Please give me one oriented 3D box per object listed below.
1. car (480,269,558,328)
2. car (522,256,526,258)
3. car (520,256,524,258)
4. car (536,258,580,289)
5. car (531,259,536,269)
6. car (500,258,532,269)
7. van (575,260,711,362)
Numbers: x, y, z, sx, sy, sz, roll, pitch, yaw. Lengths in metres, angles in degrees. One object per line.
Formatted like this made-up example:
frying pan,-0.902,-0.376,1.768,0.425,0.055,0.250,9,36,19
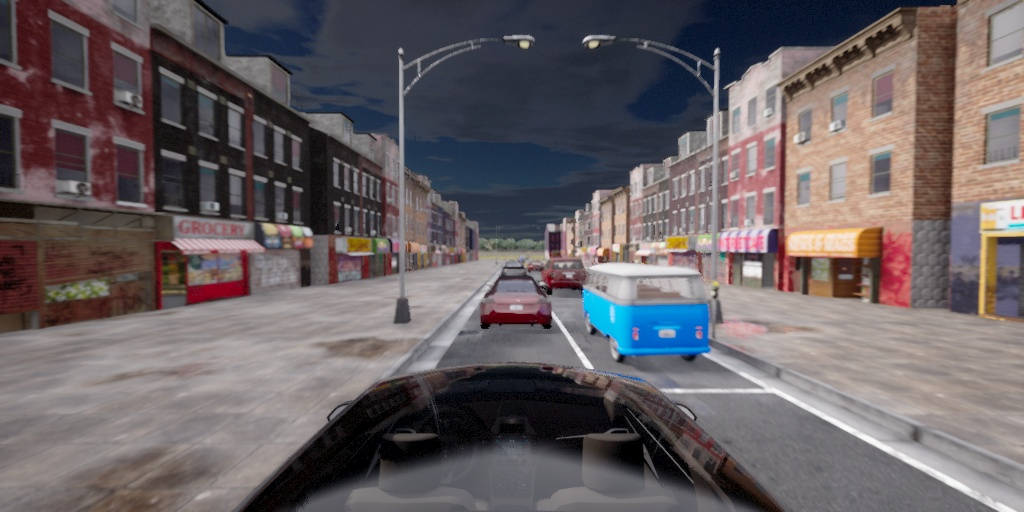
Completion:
car,0.113,1.285,11.204,1.994,1.385,4.181,0,0,0
car,2.717,1.127,52.347,1.751,1.417,4.829,0,0,0
car,2.726,1.136,57.710,2.007,1.370,4.403,0,0,0
car,2.662,1.015,18.983,2.192,1.841,5.009,0,0,0
car,2.699,1.216,41.112,1.802,1.307,4.207,0,0,0
car,0.140,1.164,27.271,2.128,1.511,4.902,0,0,0
van,2.643,1.074,7.918,1.690,1.789,3.998,0,0,0
